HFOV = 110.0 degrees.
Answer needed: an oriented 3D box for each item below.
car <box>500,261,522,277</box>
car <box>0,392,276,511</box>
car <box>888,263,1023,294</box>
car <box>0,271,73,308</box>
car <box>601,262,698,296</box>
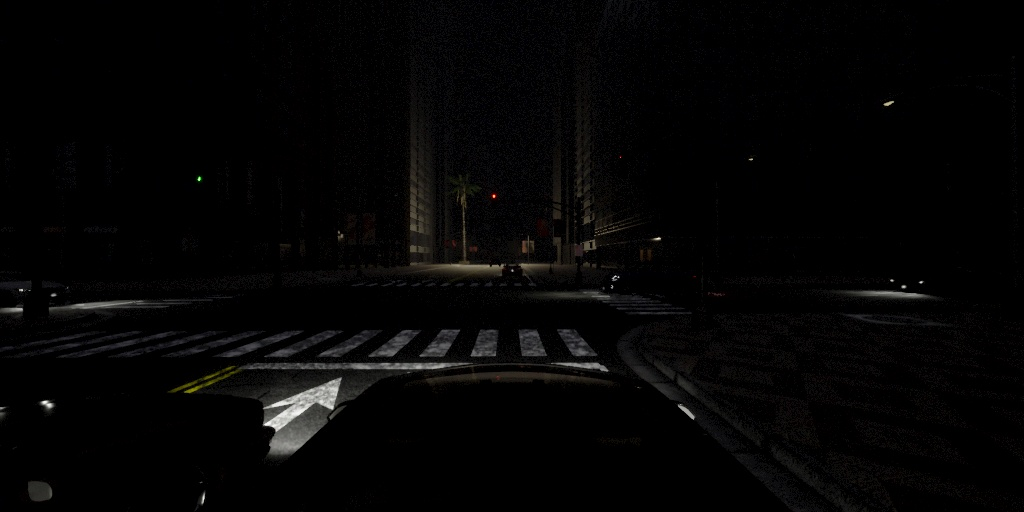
[{"bbox_3d":[0.030,1.389,36.918,1.994,1.385,4.181,0,0,0],"label":"car"},{"bbox_3d":[-3.175,1.297,0.720,2.033,1.411,5.357,0,0,4],"label":"car"},{"bbox_3d":[23.287,1.227,18.922,5.357,1.411,2.033,0,0,-1],"label":"car"},{"bbox_3d":[-21.382,1.354,14.938,4.674,1.442,1.812,0,0,1],"label":"car"},{"bbox_3d":[7.014,1.088,18.637,4.553,1.767,2.097,0,0,-1],"label":"car"}]
